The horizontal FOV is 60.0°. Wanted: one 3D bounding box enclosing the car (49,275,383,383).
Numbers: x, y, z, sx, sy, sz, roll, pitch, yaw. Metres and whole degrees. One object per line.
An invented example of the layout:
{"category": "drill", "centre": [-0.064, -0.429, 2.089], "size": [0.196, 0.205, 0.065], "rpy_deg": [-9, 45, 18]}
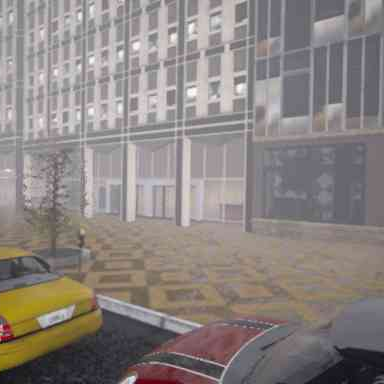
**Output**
{"category": "car", "centre": [1.242, 1.439, 1.978], "size": [4.097, 1.590, 1.967], "rpy_deg": [1, 1, 36]}

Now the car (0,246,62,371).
{"category": "car", "centre": [-3.519, 1.454, 5.384], "size": [4.829, 1.417, 1.752], "rpy_deg": [1, 1, 36]}
